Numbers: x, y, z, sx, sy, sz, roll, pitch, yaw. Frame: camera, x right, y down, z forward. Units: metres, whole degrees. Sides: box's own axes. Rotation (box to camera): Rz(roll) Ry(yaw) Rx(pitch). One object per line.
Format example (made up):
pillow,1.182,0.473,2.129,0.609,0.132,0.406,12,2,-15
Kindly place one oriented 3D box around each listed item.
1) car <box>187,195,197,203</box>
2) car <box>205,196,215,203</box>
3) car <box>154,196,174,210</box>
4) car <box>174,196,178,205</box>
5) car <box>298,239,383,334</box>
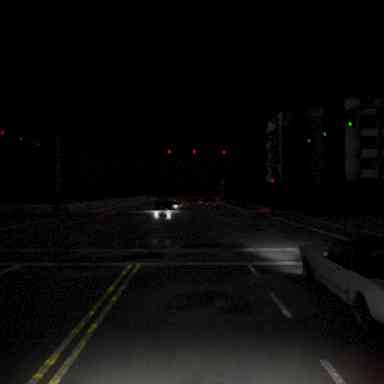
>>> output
car,0.009,1.300,65.650,2.097,1.767,4.553,0,0,0
car,3.509,1.473,65.694,1.812,1.442,4.674,0,0,0
car,-3.576,1.491,41.854,1.812,1.442,4.674,0,0,0
car,-3.530,1.429,58.117,1.882,1.535,5.008,0,0,1
car,3.634,1.595,6.655,1.895,1.301,4.718,0,0,2
